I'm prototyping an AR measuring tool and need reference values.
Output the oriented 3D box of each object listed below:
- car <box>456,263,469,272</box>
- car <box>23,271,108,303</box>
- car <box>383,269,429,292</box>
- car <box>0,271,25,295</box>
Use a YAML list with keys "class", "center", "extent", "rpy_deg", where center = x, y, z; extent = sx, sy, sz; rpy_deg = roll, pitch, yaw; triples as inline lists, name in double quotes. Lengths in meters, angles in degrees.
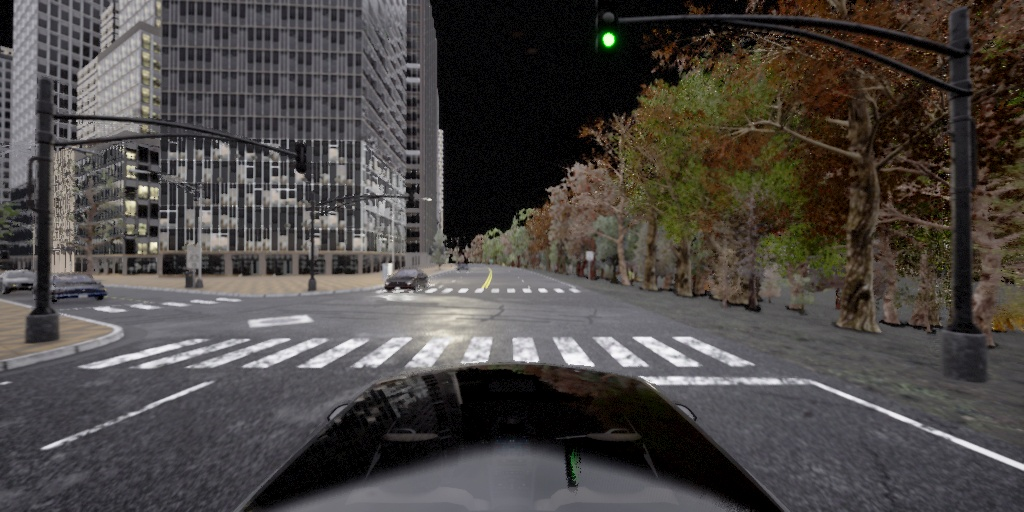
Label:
- class: "car"
  center: [-8.625, 2.005, 62.949]
  extent: [1.994, 1.385, 4.181]
  rpy_deg: [0, -1, -4]
- class: "car"
  center: [-23.875, 1.673, 19.289]
  extent: [5.357, 1.411, 2.033]
  rpy_deg: [-1, -1, 29]
- class: "car"
  center: [-6.817, 1.548, 23.816]
  extent: [2.033, 1.411, 5.357]
  rpy_deg: [0, -1, -1]
- class: "car"
  center: [-33.414, 1.767, 24.479]
  extent: [4.892, 1.490, 1.837]
  rpy_deg: [0, -1, 29]
